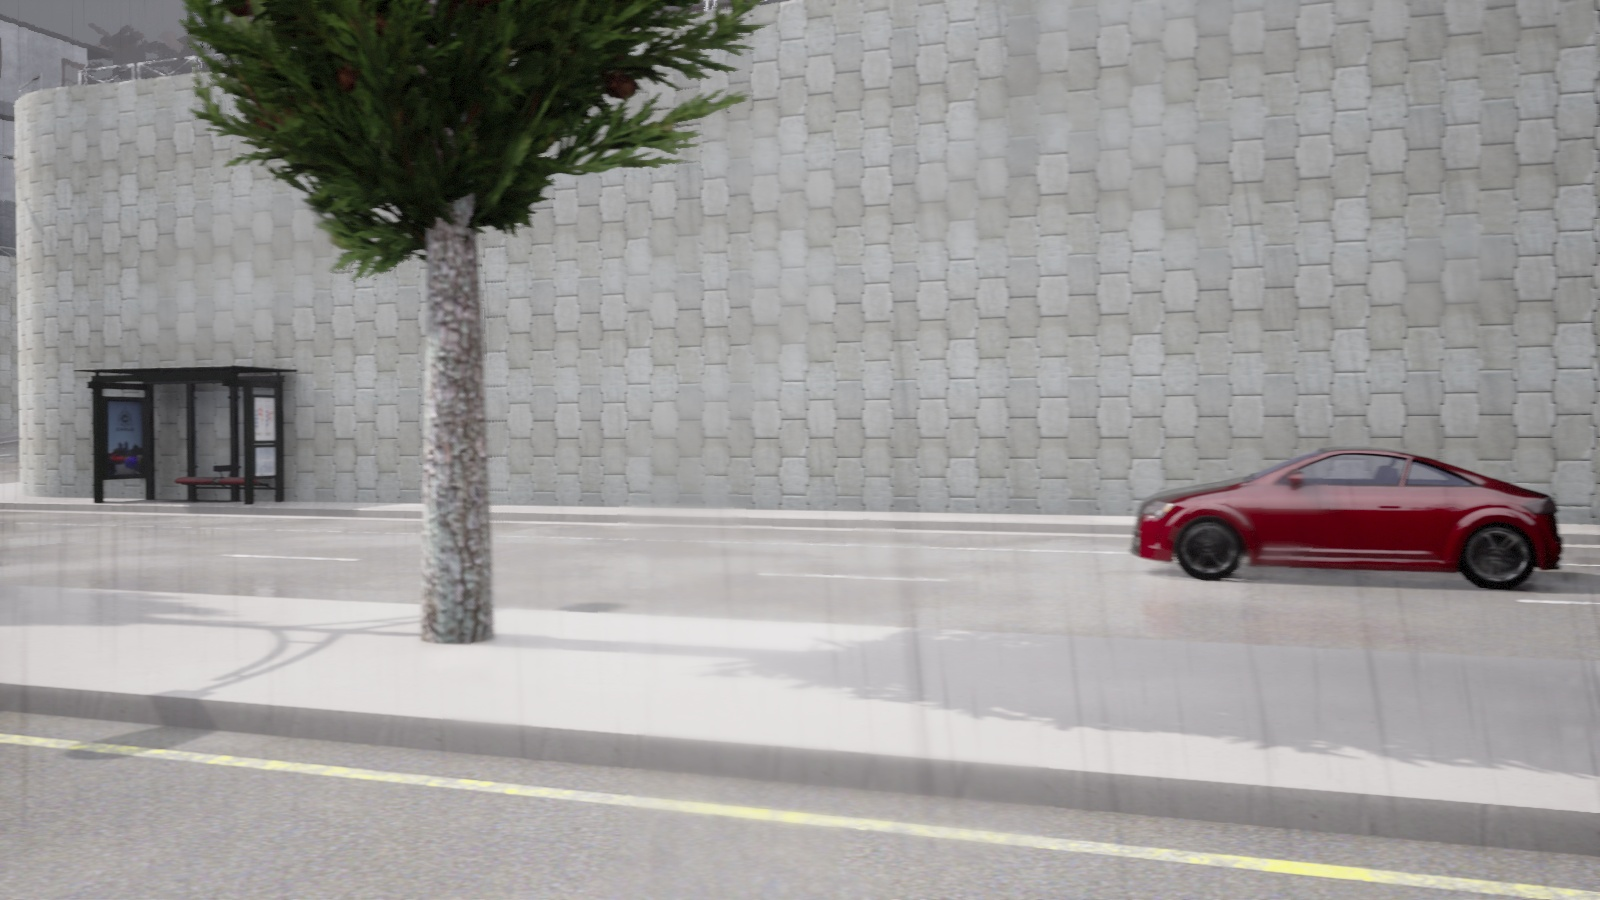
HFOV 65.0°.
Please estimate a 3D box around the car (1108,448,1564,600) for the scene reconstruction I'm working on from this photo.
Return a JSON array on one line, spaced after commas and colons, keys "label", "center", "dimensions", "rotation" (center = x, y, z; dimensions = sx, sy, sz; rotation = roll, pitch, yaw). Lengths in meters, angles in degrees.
[{"label": "car", "center": [5.534, 0.696, 13.465], "dimensions": [4.181, 1.385, 1.994], "rotation": [1, 1, 19]}]
